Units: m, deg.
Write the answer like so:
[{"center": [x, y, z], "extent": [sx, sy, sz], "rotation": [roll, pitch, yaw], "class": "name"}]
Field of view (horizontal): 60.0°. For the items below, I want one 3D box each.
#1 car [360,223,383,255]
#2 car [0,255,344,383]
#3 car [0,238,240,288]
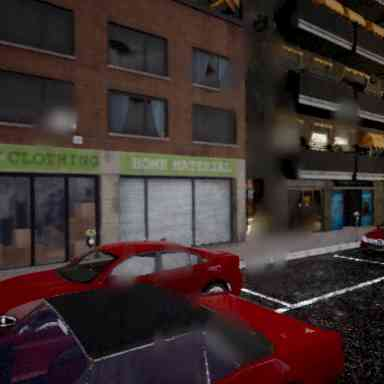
[{"center": [7.869, 1.579, 12.178], "extent": [4.206, 1.307, 1.802], "rotation": [0, 0, -35], "class": "car"}, {"center": [-0.902, 1.601, 2.690], "extent": [4.718, 1.301, 1.895], "rotation": [0, 0, -35], "class": "car"}, {"center": [-1.126, 1.545, 5.766], "extent": [4.507, 1.381, 1.887], "rotation": [0, 0, -35], "class": "car"}]
